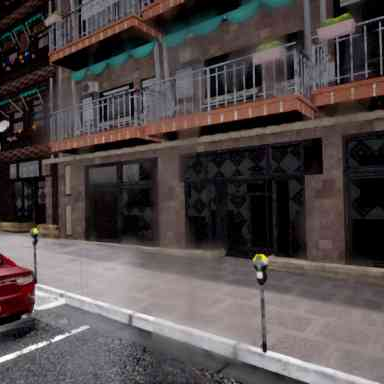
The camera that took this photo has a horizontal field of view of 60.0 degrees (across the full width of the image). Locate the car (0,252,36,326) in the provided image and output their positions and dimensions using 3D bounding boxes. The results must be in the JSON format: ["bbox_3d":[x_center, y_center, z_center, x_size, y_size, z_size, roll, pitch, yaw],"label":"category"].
[{"bbox_3d":[-4.668,1.551,6.080,4.507,1.381,1.887,0,-1,36],"label":"car"}]
